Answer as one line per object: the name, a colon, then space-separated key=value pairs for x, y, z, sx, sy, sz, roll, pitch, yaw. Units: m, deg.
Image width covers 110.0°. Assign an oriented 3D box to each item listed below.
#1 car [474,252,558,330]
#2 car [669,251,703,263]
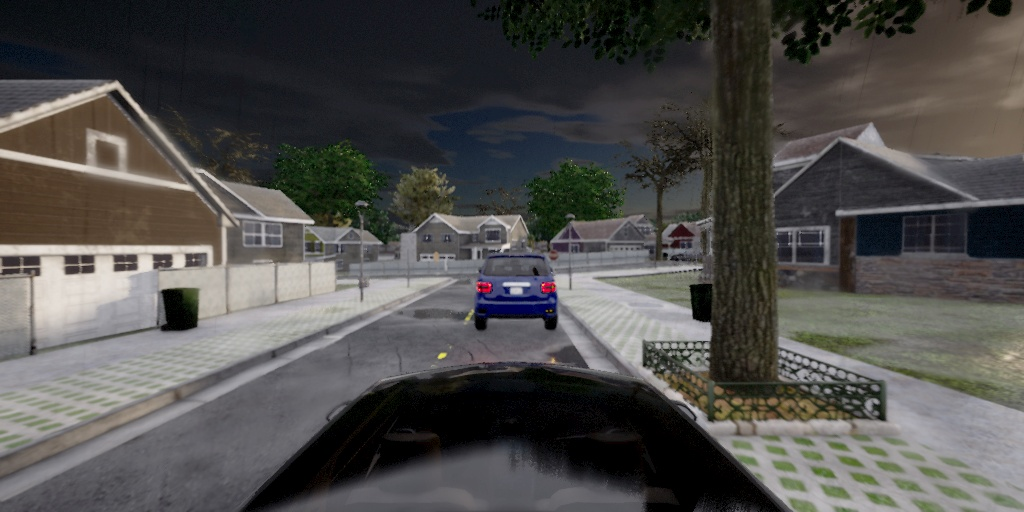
car: x=0.101 y=0.923 z=11.105 sx=2.150 sy=2.045 sz=5.566 roll=0 pitch=0 yaw=0
car: x=22.070 y=0.048 z=44.508 sx=5.357 sy=1.411 sz=2.033 roll=-2 pitch=2 yaw=-25
